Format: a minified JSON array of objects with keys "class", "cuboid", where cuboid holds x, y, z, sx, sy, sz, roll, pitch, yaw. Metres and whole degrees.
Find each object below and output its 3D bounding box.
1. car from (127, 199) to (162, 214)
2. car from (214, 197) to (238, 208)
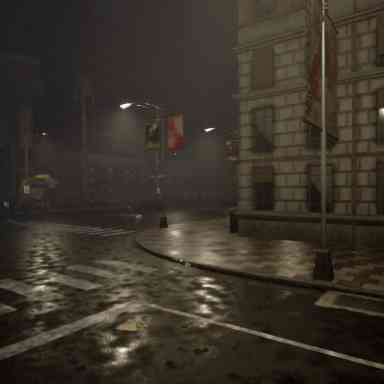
[{"class":"car","cuboid":[-4.853,1.526,35.965,1.812,1.442,4.674,0,0,36]},{"class":"car","cuboid":[5.217,1.492,49.013,2.128,1.511,4.902,0,0,43]}]
